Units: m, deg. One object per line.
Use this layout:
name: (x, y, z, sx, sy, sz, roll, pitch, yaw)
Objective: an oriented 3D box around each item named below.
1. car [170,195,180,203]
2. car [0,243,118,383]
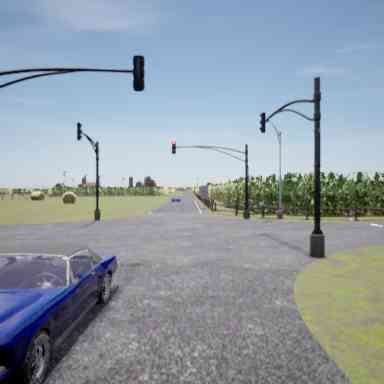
car: (-3.414, 1.332, 68.073, 1.882, 1.535, 5.008, 0, 1, 0)
car: (-2.629, 1.597, 5.340, 1.895, 1.301, 4.718, 0, 0, 0)
